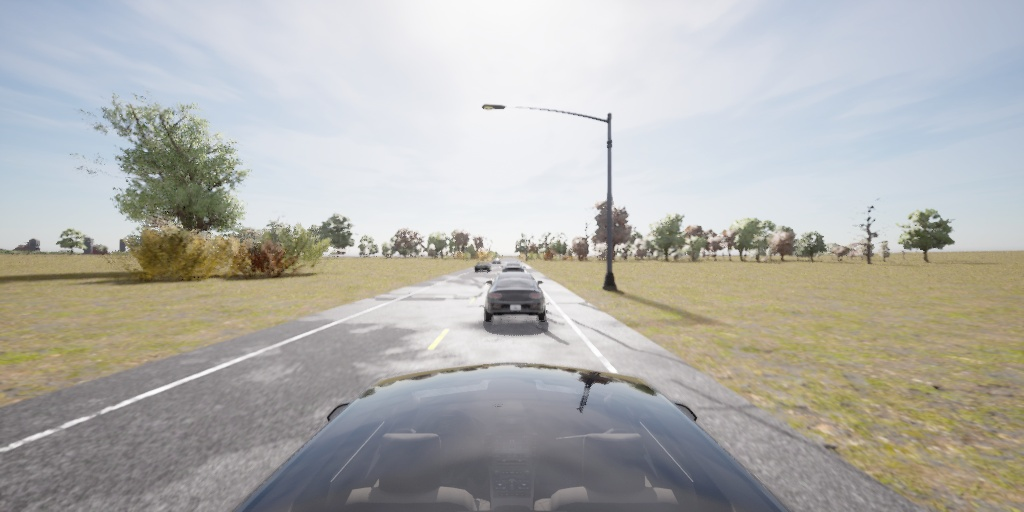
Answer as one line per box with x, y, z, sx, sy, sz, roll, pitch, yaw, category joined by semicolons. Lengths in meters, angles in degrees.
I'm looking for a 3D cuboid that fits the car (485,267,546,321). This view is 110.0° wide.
0.102;1.268;12.286;1.812;1.442;4.674;0;0;0;car

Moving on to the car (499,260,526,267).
0.105;1.234;30.379;1.837;1.490;4.892;0;0;0;car

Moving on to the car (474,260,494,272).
-3.579;1.319;44.133;1.895;1.301;4.718;0;0;0;car
